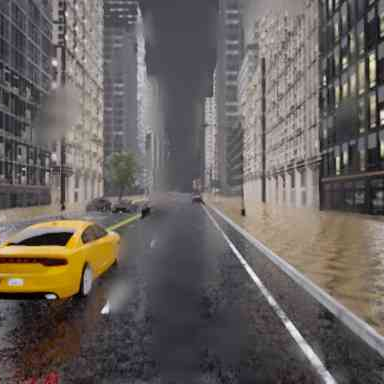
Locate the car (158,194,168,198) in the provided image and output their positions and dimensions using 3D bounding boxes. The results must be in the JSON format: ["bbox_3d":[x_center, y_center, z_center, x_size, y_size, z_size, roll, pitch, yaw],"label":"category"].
[{"bbox_3d":[-6.455,1.259,74.304,1.882,1.535,5.008,0,0,0],"label":"car"}]

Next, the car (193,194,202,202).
[{"bbox_3d":[1.015,1.257,67.743,1.801,1.575,5.366,0,0,0],"label":"car"}]

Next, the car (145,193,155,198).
[{"bbox_3d":[-9.704,1.070,77.351,2.128,1.511,4.902,0,0,0],"label":"car"}]

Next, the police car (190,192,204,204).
[{"bbox_3d":[1.009,1.256,57.660,1.930,1.638,5.238,0,0,0],"label":"police car"}]

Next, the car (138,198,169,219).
[{"bbox_3d":[-3.131,1.479,28.586,1.994,1.385,4.181,0,0,0],"label":"car"}]

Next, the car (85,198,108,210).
[{"bbox_3d":[-9.820,1.401,35.390,1.837,1.490,4.892,0,0,0],"label":"car"}]

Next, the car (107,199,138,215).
[{"bbox_3d":[-6.575,1.449,33.336,2.033,1.411,5.357,0,0,0],"label":"car"}]

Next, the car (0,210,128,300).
[{"bbox_3d":[-3.133,1.453,8.415,1.882,1.535,5.008,0,0,0],"label":"car"}]
